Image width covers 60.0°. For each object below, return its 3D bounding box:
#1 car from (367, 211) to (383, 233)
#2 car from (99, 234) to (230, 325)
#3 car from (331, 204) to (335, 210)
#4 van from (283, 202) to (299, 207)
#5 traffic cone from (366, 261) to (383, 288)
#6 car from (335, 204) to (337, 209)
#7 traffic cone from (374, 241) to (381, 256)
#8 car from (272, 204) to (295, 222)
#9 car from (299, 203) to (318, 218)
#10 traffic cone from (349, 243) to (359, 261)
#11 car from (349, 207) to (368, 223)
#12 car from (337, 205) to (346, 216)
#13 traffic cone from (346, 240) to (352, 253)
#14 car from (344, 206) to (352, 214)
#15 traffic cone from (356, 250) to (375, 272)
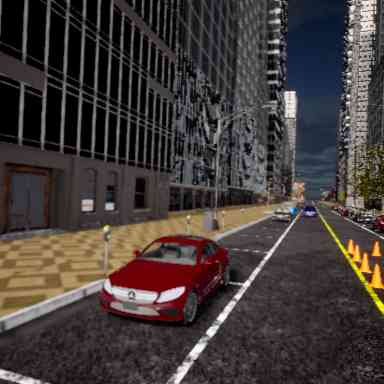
[{"bbox_3d":[15.223,2.458,25.953,1.802,1.307,4.206,2,-1,20],"label":"car"},{"bbox_3d":[-0.279,1.636,7.309,1.802,1.307,4.206,2,-1,20],"label":"car"},{"bbox_3d":[34.260,3.626,79.587,1.887,1.381,4.507,2,0,20],"label":"car"},{"bbox_3d":[13.055,2.283,44.856,1.690,1.788,3.998,2,0,20],"label":"van"},{"bbox_3d":[4.975,2.247,8.959,0.340,0.580,0.340,2,-1,20],"label":"traffic cone"},{"bbox_3d":[26.650,3.050,58.134,1.967,1.590,4.097,2,0,20],"label":"car"},{"bbox_3d":[7.921,2.419,14.277,0.340,0.580,0.340,2,-1,20],"label":"traffic cone"},{"bbox_3d":[9.239,2.245,34.127,2.008,1.369,4.403,2,-1,20],"label":"car"},{"bbox_3d":[15.444,2.558,43.572,1.812,1.442,4.674,2,0,20],"label":"car"},{"bbox_3d":[6.311,2.337,12.727,0.340,0.580,0.340,2,-1,20],"label":"traffic cone"},{"bbox_3d":[19.031,2.679,36.680,2.008,1.369,4.403,2,0,20],"label":"car"},{"bbox_3d":[24.747,2.931,52.771,1.967,1.590,4.097,2,0,20],"label":"car"},{"bbox_3d":[6.980,2.382,14.612,0.340,0.580,0.340,2,-1,20],"label":"traffic cone"},{"bbox_3d":[20.935,2.801,42.043,2.008,1.369,4.403,2,0,20],"label":"car"},{"bbox_3d":[5.643,2.292,10.844,0.340,0.580,0.340,2,-1,20],"label":"traffic cone"}]
